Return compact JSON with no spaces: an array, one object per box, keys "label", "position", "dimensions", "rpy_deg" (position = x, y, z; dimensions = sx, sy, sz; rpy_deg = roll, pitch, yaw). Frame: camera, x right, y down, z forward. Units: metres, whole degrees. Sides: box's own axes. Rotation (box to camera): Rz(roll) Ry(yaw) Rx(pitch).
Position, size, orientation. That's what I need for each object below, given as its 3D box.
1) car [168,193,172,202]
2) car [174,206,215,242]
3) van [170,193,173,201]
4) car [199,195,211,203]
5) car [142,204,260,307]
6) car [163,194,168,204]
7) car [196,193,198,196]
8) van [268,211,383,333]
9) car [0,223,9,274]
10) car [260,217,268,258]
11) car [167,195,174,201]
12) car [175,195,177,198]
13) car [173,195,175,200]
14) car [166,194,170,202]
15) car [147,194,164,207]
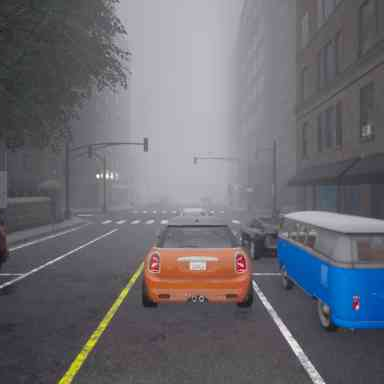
[{"label":"car","position":[-5.671,1.514,66.560],"dimensions":[1.887,1.381,4.507],"rpy_deg":[0,0,0]},{"label":"car","position":[0.101,1.520,17.114],"dimensions":[1.812,1.442,4.674],"rpy_deg":[0,0,0]},{"label":"van","position":[-5.671,1.311,72.011],"dimensions":[1.690,1.788,3.998],"rpy_deg":[0,0,0]},{"label":"car","position":[2.854,1.409,66.596],"dimensions":[1.967,1.590,4.097],"rpy_deg":[0,0,0]},{"label":"car","position":[0.102,1.351,8.113],"dimensions":[2.097,1.767,4.553],"rpy_deg":[0,0,0]},{"label":"car","position":[-5.670,1.521,55.658],"dimensions":[2.008,1.369,4.403],"rpy_deg":[0,0,0]},{"label":"car","position":[2.853,1.506,94.009],"dimensions":[1.752,1.417,4.829],"rpy_deg":[0,0,0]},{"label":"van","position":[2.856,1.340,6.559],"dimensions":[1.690,1.788,3.998],"rpy_deg":[0,0,0]},{"label":"car","position":[-5.669,1.314,6.519],"dimensions":[2.192,1.841,5.009],"rpy_deg":[0,0,0]},{"label":"car","position":[2.856,1.563,12.220],"dimensions":[1.947,1.339,4.313],"rpy_deg":[0,0,0]},{"label":"car","position":[-5.671,1.502,88.193],"dimensions":[1.752,1.417,4.829],"rpy_deg":[0,0,0]},{"label":"car","position":[-5.672,1.289,82.913],"dimensions":[2.192,1.841,5.009],"rpy_deg":[0,0,0]},{"label":"car","position":[-5.671,1.522,77.462],"dimensions":[2.008,1.369,4.403],"rpy_deg":[0,0,0]},{"label":"car","position":[-5.670,1.514,61.109],"dimensions":[1.887,1.381,4.507],"rpy_deg":[0,0,0]},{"label":"car","position":[-5.670,1.498,50.038],"dimensions":[1.752,1.417,4.829],"rpy_deg":[0,0,0]}]
